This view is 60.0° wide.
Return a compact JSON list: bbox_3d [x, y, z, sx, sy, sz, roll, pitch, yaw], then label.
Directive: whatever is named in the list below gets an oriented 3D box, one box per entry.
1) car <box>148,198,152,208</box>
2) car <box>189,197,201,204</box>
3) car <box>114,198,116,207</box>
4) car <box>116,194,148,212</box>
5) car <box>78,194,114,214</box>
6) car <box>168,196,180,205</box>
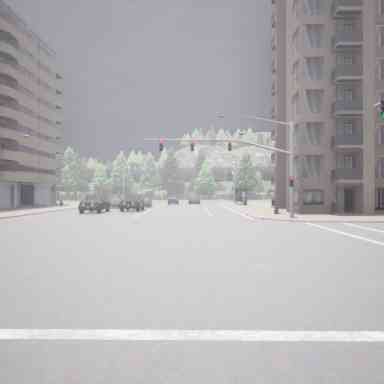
[{"bbox_3d":[-6.962,1.524,48.971,1.812,1.442,4.674,0,0,0],"label":"car"},{"bbox_3d":[0.490,1.562,61.520,1.994,1.385,4.181,0,0,5],"label":"car"},{"bbox_3d":[-10.478,1.524,45.842,1.812,1.442,4.674,0,0,0],"label":"car"},{"bbox_3d":[-6.999,1.220,39.442,2.150,2.045,5.566,0,0,0],"label":"car"},{"bbox_3d":[-10.508,1.220,36.239,2.150,2.045,5.566,0,0,0],"label":"car"},{"bbox_3d":[-3.355,1.524,60.003,1.812,1.442,4.674,0,0,0],"label":"car"}]
